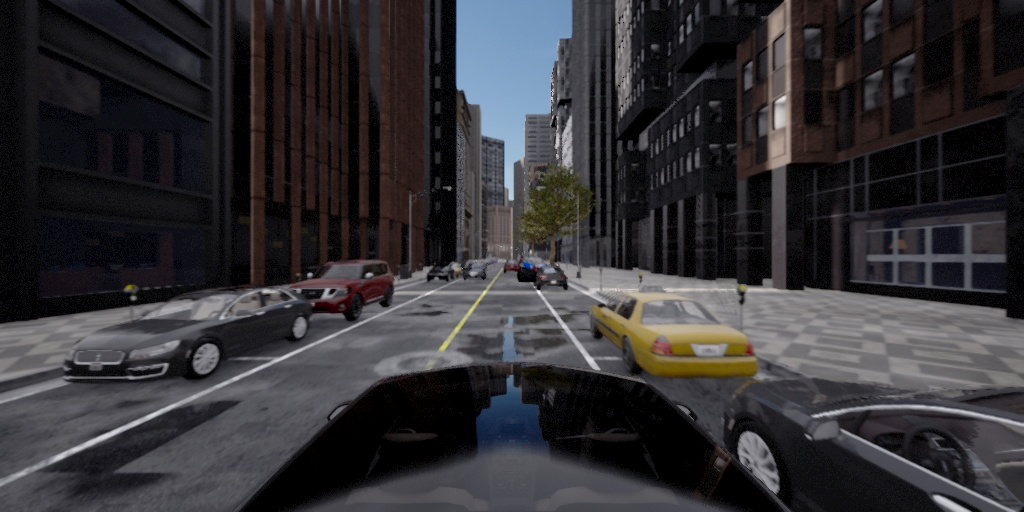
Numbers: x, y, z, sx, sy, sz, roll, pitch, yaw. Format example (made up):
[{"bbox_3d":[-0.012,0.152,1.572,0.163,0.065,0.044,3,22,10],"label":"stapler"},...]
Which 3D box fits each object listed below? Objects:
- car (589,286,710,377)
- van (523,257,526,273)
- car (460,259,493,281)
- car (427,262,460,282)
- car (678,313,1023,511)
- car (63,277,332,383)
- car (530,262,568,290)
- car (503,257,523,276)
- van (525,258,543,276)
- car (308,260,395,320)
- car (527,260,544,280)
[{"bbox_3d":[2.761,1.281,7.332,1.751,1.417,4.829,0,0,0],"label":"car"},{"bbox_3d":[2.745,1.162,52.108,1.690,1.789,3.998,0,0,0],"label":"van"},{"bbox_3d":[-3.105,1.278,31.046,2.128,1.511,4.902,0,0,0],"label":"car"},{"bbox_3d":[-5.772,1.351,29.623,1.948,1.339,4.313,0,0,0],"label":"car"},{"bbox_3d":[2.763,1.300,1.538,2.007,1.370,4.403,0,0,0],"label":"car"},{"bbox_3d":[-5.764,1.306,7.149,2.007,1.370,4.403,0,0,0],"label":"car"},{"bbox_3d":[2.345,1.300,22.453,1.812,1.442,4.674,0,0,0],"label":"car"},{"bbox_3d":[0.017,1.161,44.830,2.097,1.767,4.553,0,0,0],"label":"car"},{"bbox_3d":[2.749,1.143,40.872,1.690,1.789,3.998,0,0,0],"label":"van"},{"bbox_3d":[-5.766,1.077,12.767,2.192,1.841,5.009,0,0,0],"label":"car"},{"bbox_3d":[2.751,1.339,35.254,1.888,1.381,4.507,0,0,0],"label":"car"}]
